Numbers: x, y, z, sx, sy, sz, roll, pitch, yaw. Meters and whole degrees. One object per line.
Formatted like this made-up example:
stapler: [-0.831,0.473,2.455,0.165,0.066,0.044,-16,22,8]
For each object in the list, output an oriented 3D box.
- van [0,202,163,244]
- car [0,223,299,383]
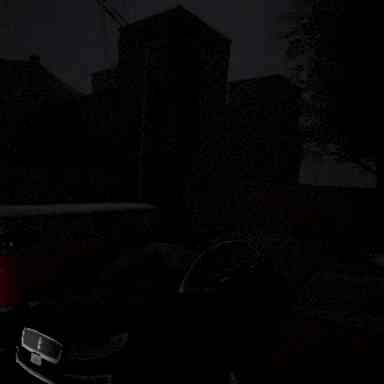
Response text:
van: [-2.546,1.226,6.955,1.878,1.987,4.442,1,0,36]
car: [-0.201,1.469,5.433,2.231,1.521,4.892,0,0,36]
